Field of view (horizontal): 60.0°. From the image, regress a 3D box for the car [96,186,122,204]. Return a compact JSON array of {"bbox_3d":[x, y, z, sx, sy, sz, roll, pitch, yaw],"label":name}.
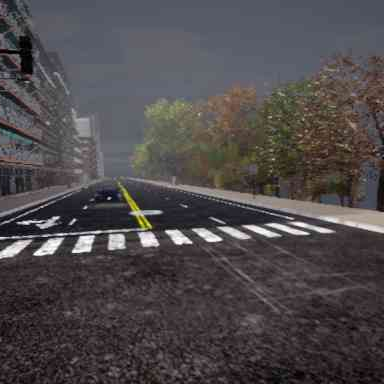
[{"bbox_3d":[-6.805,0.180,27.428,1.994,1.385,4.181,-2,4,-13],"label":"car"}]
